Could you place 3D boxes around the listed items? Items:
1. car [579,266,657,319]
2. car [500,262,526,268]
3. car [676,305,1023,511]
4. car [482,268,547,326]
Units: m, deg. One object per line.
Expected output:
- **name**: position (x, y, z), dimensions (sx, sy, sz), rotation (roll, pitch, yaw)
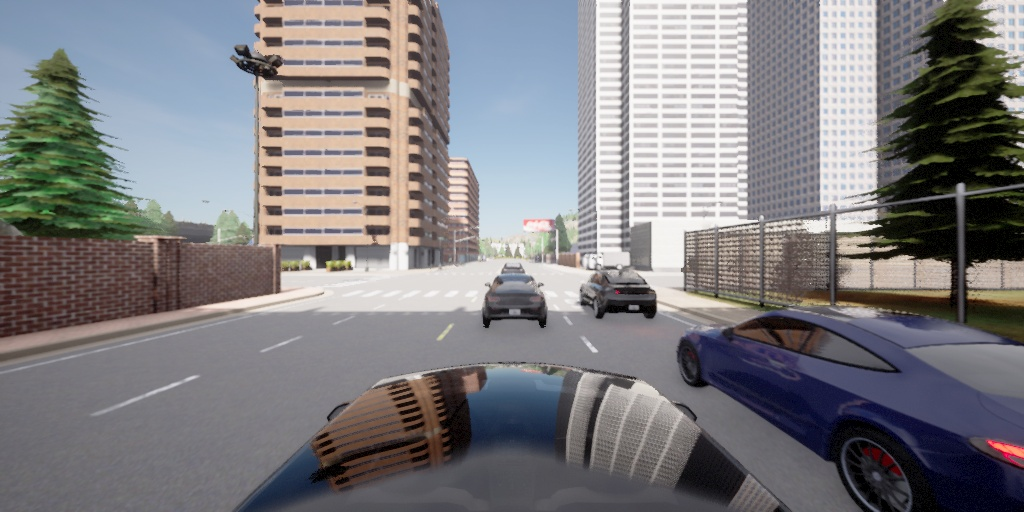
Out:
- **car**: position (3.629, 1.274, 12.955), dimensions (1.837, 1.490, 4.892), rotation (0, 0, 1)
- **car**: position (0.086, 1.265, 29.191), dimensions (2.128, 1.511, 4.902), rotation (0, 0, 0)
- **car**: position (3.603, 1.280, 3.982), dimensions (1.812, 1.442, 4.674), rotation (0, 0, 0)
- **car**: position (0.079, 1.293, 11.578), dimensions (1.812, 1.442, 4.674), rotation (0, 0, 0)
